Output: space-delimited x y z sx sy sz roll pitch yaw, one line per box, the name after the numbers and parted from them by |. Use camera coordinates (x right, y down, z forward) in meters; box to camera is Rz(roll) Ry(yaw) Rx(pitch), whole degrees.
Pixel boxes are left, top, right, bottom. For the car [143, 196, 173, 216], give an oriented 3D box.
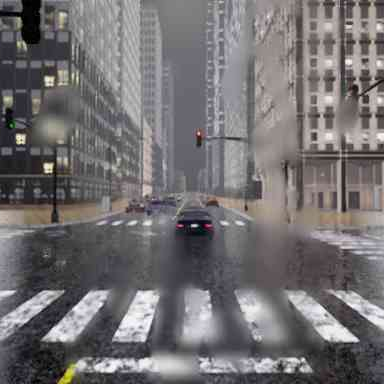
-3.068 1.424 30.987 1.812 1.442 4.674 0 1 0 | car

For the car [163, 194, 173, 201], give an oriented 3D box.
-5.599 1.292 79.048 2.008 1.369 4.403 1 0 0 | car

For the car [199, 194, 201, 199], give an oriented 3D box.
2.764 1.361 62.384 1.947 1.339 4.313 1 0 0 | car

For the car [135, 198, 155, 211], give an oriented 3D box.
-5.638 1.450 40.023 1.802 1.307 4.206 1 0 0 | car

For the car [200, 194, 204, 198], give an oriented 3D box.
2.760 1.338 56.977 1.752 1.417 4.829 1 0 0 | car

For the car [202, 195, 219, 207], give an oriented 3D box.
2.747 1.432 45.651 1.802 1.307 4.206 1 0 0 | car

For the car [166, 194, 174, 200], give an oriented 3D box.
-5.594 1.268 84.624 1.887 1.381 4.507 1 0 0 | car

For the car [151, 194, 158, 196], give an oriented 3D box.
-5.627 1.165 45.597 2.192 1.841 5.009 1 0 0 | car

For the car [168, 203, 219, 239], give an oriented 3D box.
0.113 1.491 16.830 2.033 1.411 5.357 0 0 0 | car

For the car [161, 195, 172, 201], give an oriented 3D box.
-5.605 1.304 73.473 1.887 1.381 4.507 1 0 0 | car

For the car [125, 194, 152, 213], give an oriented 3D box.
-5.640 1.326 34.447 1.967 1.590 4.097 1 0 0 | car

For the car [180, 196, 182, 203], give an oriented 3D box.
-2.937 1.376 65.519 2.033 1.411 5.357 0 0 0 | car

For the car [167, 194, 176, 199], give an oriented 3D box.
-5.589 1.256 90.199 2.008 1.369 4.403 1 0 0 | car

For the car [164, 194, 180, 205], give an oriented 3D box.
-3.040 1.347 46.942 1.837 1.490 4.892 0 1 1 | car
